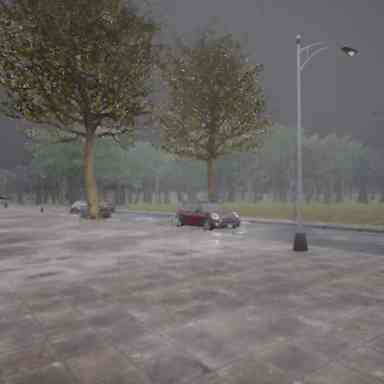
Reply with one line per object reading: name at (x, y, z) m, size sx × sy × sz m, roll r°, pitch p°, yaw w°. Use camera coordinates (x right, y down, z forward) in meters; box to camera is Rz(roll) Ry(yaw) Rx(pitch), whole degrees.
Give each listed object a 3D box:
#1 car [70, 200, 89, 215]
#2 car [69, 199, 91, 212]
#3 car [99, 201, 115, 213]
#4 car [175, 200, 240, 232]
car at (-13.912, 2.039, 41.679) m, size 1.812 × 1.442 × 4.674 m, roll -1°, pitch -1°, yaw -35°
car at (-17.380, 2.028, 51.448) m, size 2.097 × 1.767 × 4.553 m, roll -1°, pitch -1°, yaw -35°
car at (-11.606, 1.961, 43.352) m, size 2.128 × 1.511 × 4.902 m, roll -1°, pitch -1°, yaw -35°
car at (0.869, 1.376, 20.590) m, size 2.097 × 1.767 × 4.553 m, roll -1°, pitch 0°, yaw -35°
